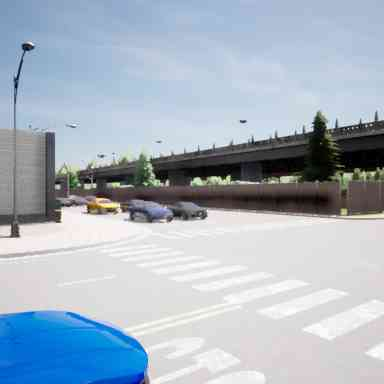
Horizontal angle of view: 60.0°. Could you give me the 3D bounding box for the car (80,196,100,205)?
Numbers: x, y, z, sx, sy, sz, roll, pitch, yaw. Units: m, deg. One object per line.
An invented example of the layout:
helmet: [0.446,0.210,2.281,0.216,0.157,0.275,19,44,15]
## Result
car: [-17.814,1.422,57.839,1.882,1.535,5.008,0,0,-36]

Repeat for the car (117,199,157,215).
car: [-5.897,1.492,34.832,2.033,1.411,5.357,0,0,-35]

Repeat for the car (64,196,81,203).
car: [-23.742,1.469,65.957,1.812,1.442,4.674,0,0,-36]

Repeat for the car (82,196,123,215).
car: [-8.923,1.422,33.035,1.882,1.535,5.008,0,0,-36]

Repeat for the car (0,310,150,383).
car: [-2.609,1.478,1.913,5.008,1.535,1.882,0,0,-36]

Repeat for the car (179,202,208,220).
car: [-0.531,1.508,27.316,1.994,1.385,4.181,0,0,-36]

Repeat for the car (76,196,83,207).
car: [-17.429,1.470,51.082,1.812,1.442,4.674,0,0,-35]

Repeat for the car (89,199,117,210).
car: [-11.468,1.545,42.640,1.895,1.301,4.718,0,0,-35]

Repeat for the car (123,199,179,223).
car: [-3.193,1.470,25.025,1.812,1.442,4.674,0,0,-36]

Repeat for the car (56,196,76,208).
car: [-18.257,1.492,46.140,2.033,1.411,5.357,0,0,-35]
